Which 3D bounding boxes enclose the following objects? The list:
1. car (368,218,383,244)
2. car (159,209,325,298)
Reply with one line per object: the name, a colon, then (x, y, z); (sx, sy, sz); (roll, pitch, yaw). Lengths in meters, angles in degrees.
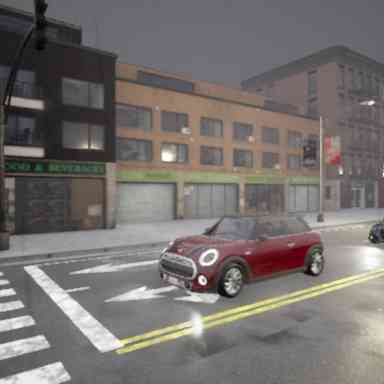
car: (9.513, 1.572, 14.447); (4.181, 1.385, 1.994); (0, 0, -36)
car: (1.398, 1.354, 8.636); (4.553, 1.767, 2.097); (0, 0, -36)
